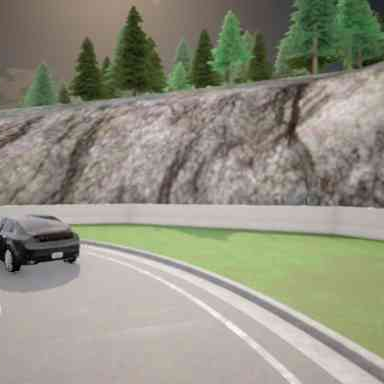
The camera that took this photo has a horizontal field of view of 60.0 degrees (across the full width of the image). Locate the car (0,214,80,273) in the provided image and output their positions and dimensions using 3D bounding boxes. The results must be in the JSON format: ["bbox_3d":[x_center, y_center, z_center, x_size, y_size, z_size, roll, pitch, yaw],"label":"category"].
[{"bbox_3d":[-5.361,1.473,10.762,1.837,1.490,4.892,-1,1,-45],"label":"car"}]
